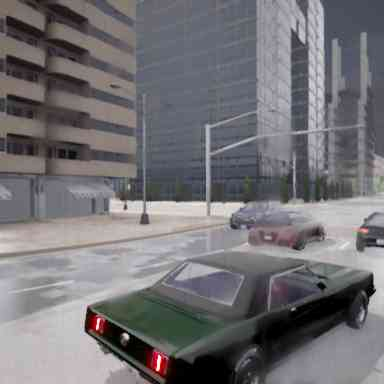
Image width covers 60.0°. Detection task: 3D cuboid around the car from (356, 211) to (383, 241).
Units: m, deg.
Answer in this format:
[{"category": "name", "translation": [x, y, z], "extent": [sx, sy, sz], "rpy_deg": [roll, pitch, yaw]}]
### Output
[{"category": "car", "translation": [7.598, 1.463, 12.752], "extent": [1.812, 1.442, 4.674], "rpy_deg": [0, 0, 37]}]

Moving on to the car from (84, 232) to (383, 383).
[{"category": "car", "translation": [1.003, 1.583, 5.005], "extent": [4.718, 1.301, 1.895], "rpy_deg": [0, 0, -42]}]

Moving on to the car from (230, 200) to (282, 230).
[{"category": "car", "translation": [4.040, 1.281, 19.792], "extent": [2.097, 1.767, 4.553], "rpy_deg": [0, 0, 34]}]

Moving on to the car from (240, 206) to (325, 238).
[{"category": "car", "translation": [4.046, 1.511, 13.909], "extent": [1.994, 1.385, 4.181], "rpy_deg": [0, 0, 38]}]
